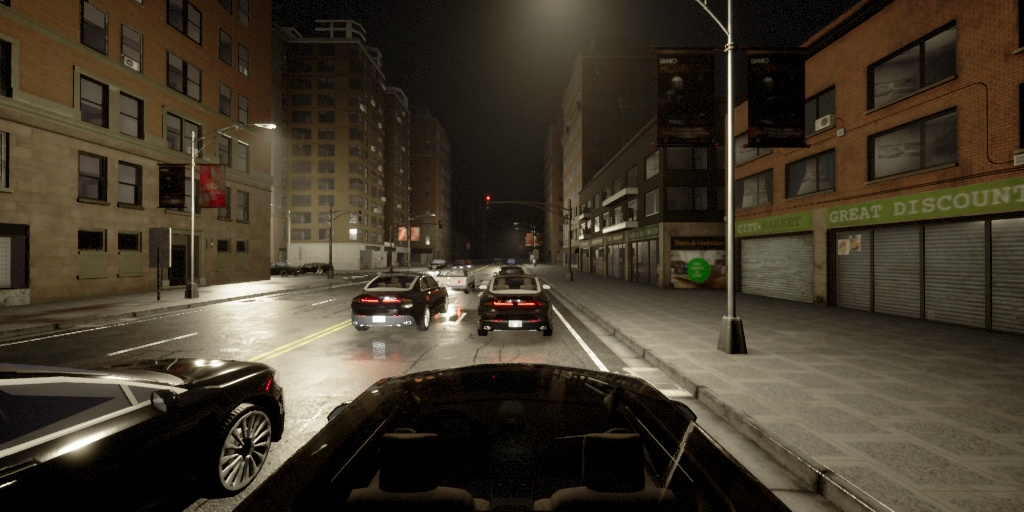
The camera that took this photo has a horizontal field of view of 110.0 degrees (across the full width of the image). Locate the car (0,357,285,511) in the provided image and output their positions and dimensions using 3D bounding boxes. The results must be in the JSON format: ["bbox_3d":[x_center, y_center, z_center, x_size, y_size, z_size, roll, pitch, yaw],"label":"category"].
[{"bbox_3d":[-3.153,1.242,1.574,2.128,1.511,4.902,0,0,0],"label":"car"}]

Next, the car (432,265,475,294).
[{"bbox_3d":[-3.190,1.354,20.275,1.895,1.301,4.718,0,0,0],"label":"car"}]

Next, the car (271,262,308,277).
[{"bbox_3d":[-22.612,1.316,34.555,4.181,1.385,1.994,0,0,0],"label":"car"}]

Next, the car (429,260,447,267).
[{"bbox_3d":[-9.960,1.259,48.586,2.128,1.511,4.902,0,0,0],"label":"car"}]

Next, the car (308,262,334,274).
[{"bbox_3d":[-22.230,1.347,40.036,4.313,1.339,1.948,0,0,0],"label":"car"}]

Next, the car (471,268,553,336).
[{"bbox_3d":[0.081,1.256,10.372,1.837,1.490,4.892,0,0,0],"label":"car"}]

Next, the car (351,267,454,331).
[{"bbox_3d":[-3.171,1.256,10.962,1.837,1.490,4.892,0,0,0],"label":"car"}]

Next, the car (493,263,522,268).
[{"bbox_3d":[-0.036,1.278,19.628,1.812,1.442,4.674,0,0,0],"label":"car"}]
